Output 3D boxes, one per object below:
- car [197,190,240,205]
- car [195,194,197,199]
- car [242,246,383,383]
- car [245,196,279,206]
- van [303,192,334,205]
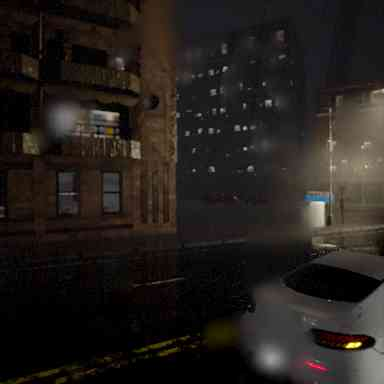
[{"bbox_3d":[3.806,0.760,44.493,5.009,1.841,2.192,1,0,28],"label":"car"},{"bbox_3d":[2.930,0.612,54.494,5.009,1.841,2.192,1,0,28],"label":"car"},{"bbox_3d":[2.834,1.524,4.679,4.674,1.442,1.812,0,0,-30],"label":"car"},{"bbox_3d":[8.754,1.108,41.811,4.206,1.307,1.802,1,0,28],"label":"car"},{"bbox_3d":[17.790,0.881,46.454,3.998,1.788,1.690,1,0,28],"label":"van"}]
